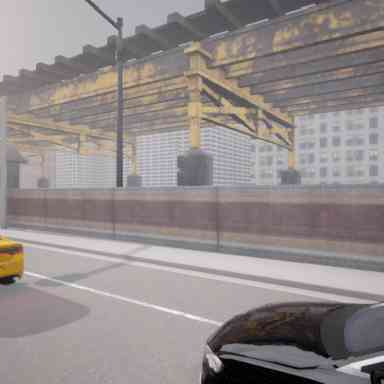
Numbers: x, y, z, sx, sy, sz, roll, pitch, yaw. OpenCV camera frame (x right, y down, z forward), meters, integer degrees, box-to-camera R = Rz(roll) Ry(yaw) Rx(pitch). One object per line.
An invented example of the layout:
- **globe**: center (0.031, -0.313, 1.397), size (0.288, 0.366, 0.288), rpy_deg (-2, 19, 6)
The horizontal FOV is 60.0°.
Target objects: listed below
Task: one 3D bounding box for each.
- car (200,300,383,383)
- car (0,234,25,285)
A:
- **car**: center (2.308, 1.503, 2.347), size (4.902, 1.511, 2.128), rpy_deg (0, 0, 36)
- **car**: center (-6.206, 1.502, 8.376), size (5.008, 1.535, 1.882), rpy_deg (0, 0, 36)
